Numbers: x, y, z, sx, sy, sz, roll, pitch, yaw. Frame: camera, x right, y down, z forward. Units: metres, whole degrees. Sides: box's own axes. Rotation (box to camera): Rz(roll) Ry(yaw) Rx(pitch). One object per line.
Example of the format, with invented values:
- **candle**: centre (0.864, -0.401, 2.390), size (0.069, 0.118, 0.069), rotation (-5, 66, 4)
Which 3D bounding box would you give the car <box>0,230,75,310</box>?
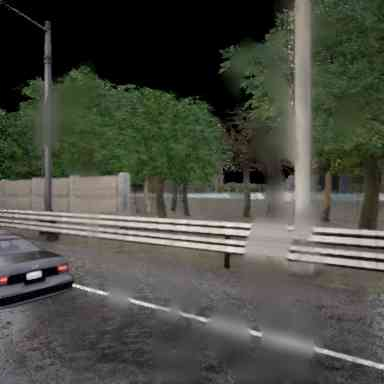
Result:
- **car**: centre (-4.925, 1.574, 7.523), size (5.357, 1.411, 2.033), rotation (0, 0, 35)
